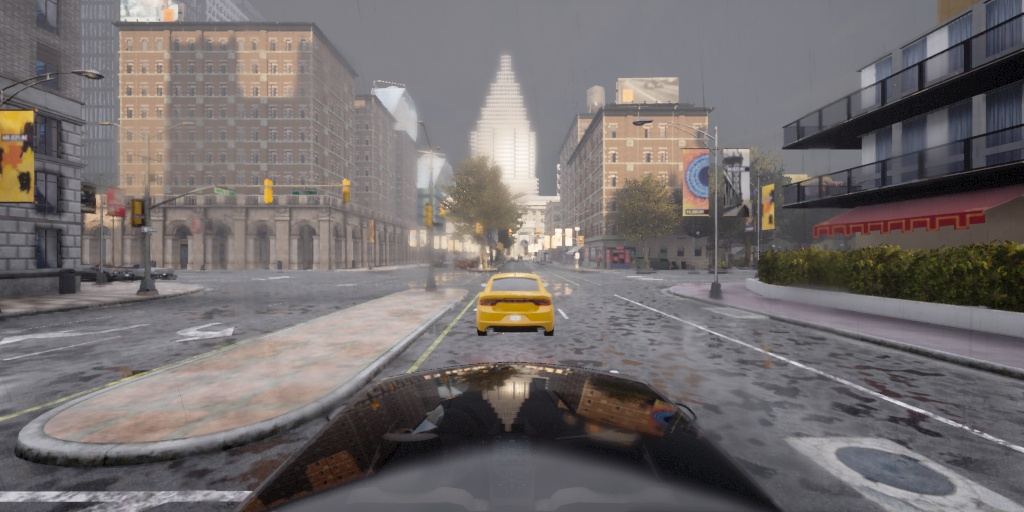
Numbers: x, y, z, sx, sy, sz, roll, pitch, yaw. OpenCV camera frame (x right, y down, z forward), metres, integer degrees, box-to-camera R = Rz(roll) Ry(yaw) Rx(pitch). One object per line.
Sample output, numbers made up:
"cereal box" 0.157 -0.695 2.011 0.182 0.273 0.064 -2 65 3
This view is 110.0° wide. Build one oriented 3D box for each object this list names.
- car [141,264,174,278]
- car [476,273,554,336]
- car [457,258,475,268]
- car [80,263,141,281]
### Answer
"car" -33.668 1.351 32.451 4.718 1.301 1.895 0 0 0
"car" 0.092 1.228 10.455 1.882 1.535 5.008 0 0 0
"car" -7.997 1.102 60.403 2.097 1.767 4.553 0 0 0
"car" -33.416 1.276 28.953 4.674 1.442 1.812 0 0 0
